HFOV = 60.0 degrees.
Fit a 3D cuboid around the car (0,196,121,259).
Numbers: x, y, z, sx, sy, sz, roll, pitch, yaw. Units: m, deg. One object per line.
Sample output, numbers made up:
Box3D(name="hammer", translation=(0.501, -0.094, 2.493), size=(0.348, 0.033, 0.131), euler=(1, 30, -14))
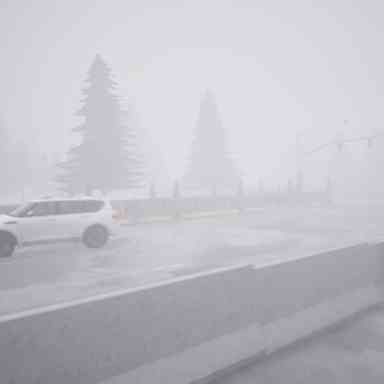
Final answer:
Box3D(name="car", translation=(-5.574, 1.215, 12.913), size=(5.566, 2.045, 2.150), euler=(-1, 0, -35))
